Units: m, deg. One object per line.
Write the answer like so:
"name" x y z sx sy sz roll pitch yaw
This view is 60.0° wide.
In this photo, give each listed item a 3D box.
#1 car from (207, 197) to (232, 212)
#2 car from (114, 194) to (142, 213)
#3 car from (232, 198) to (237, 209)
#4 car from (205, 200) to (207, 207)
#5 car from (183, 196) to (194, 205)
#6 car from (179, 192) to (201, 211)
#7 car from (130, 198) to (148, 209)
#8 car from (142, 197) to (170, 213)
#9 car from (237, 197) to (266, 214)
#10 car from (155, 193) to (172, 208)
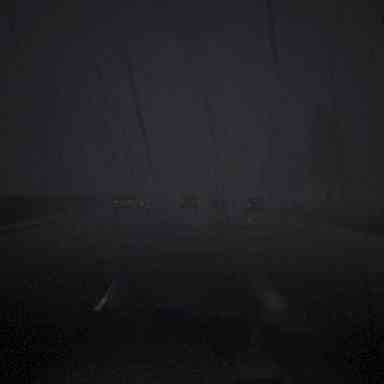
"car" 3.123 1.502 38.625 1.837 1.490 4.892 0 0 0
"car" -7.341 1.220 37.699 2.150 2.045 5.566 0 0 -1
"car" 6.486 1.545 45.495 2.033 1.411 5.357 0 0 0
"car" 2.983 1.503 48.063 1.837 1.490 4.892 0 0 0
"car" -0.583 1.475 58.161 1.882 1.535 5.008 0 0 -1
"car" -0.385 1.220 41.401 2.150 2.045 5.566 0 0 -1
"car" -7.510 1.599 47.463 1.895 1.301 4.718 0 0 0
"car" -3.825 1.546 36.120 2.033 1.411 5.357 0 0 0
"car" 6.607 1.350 36.184 2.097 1.767 4.553 0 0 0
"car" -4.023 1.219 46.364 2.150 2.045 5.566 0 0 0
